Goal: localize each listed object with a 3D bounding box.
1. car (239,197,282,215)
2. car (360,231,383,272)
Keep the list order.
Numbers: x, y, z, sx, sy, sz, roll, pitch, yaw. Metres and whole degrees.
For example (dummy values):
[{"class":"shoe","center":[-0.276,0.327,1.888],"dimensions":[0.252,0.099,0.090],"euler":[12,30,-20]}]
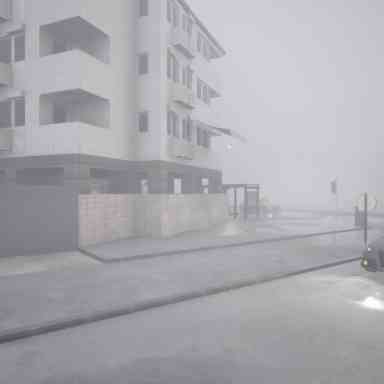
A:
[{"class":"car","center":[7.040,1.352,34.508],"dimensions":[2.097,1.767,4.553],"euler":[0,0,-36]},{"class":"car","center":[6.625,1.564,9.429],"dimensions":[4.181,1.385,1.994],"euler":[0,0,-36]}]
